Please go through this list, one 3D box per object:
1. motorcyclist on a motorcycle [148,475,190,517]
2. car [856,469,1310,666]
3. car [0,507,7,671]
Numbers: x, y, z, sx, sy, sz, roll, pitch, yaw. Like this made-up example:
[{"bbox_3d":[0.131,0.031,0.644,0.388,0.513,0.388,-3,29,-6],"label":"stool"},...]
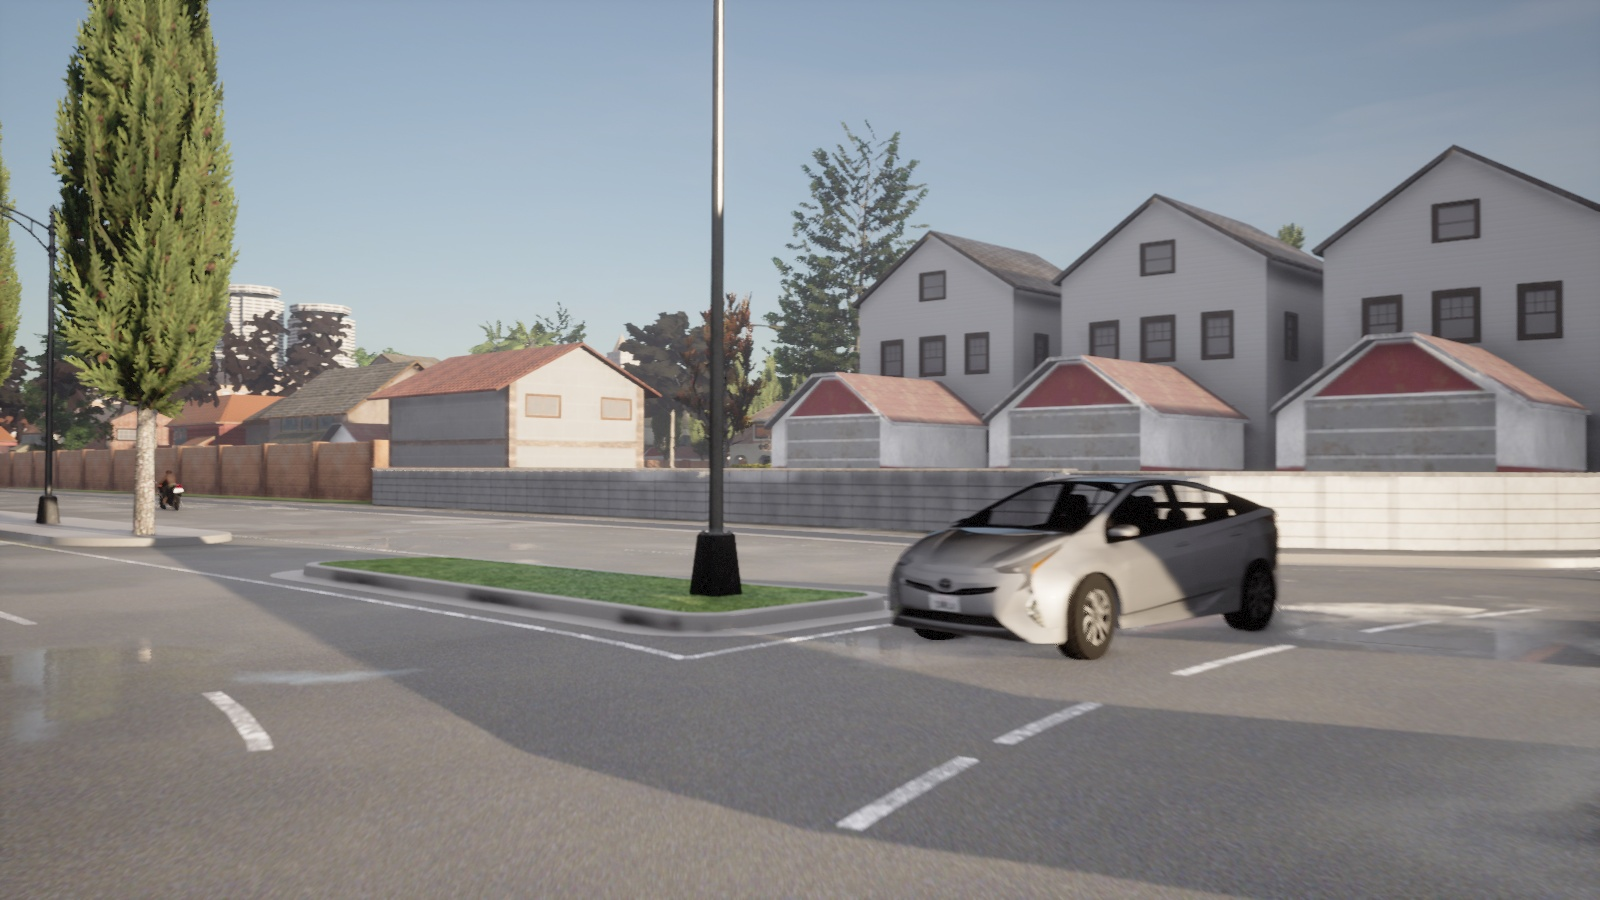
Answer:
[{"bbox_3d":[-23.545,1.685,46.838,2.044,1.523,0.797,-1,-1,45],"label":"motorcyclist on a motorcycle"},{"bbox_3d":[2.846,0.951,12.032,4.514,1.525,2.007,1,-1,-42],"label":"car"},{"bbox_3d":[-8.669,1.139,11.051,1.895,1.301,4.718,1,-1,-44],"label":"car"}]
